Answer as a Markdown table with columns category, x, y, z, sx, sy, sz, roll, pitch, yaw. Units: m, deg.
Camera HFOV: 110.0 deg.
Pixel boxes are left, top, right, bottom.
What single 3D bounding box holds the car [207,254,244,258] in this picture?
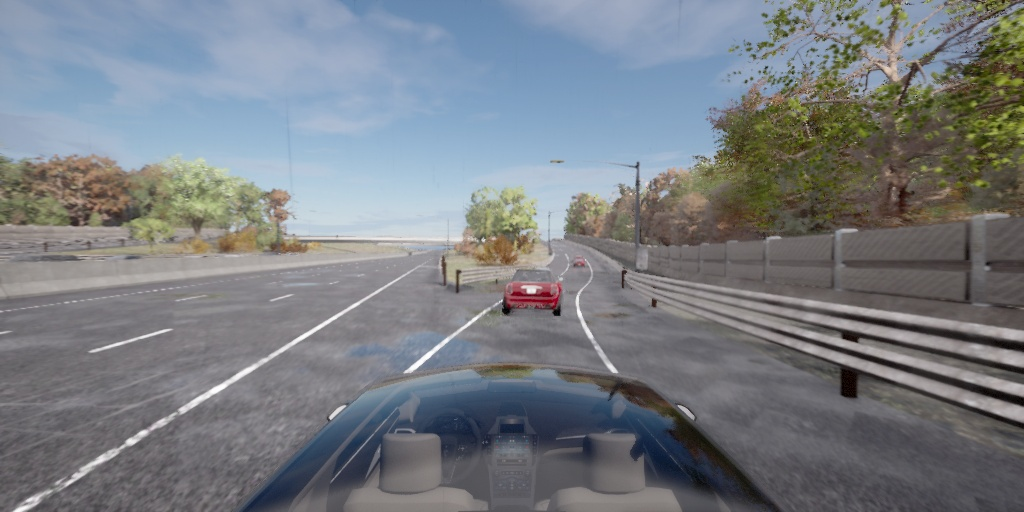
| category | x | y | z | sx | sy | sz | roll | pitch | yaw |
| --- | --- | --- | --- | --- | --- | --- | --- | --- | --- |
| car | -30.295 | 0.635 | 38.865 | 1.812 | 1.442 | 4.674 | 0 | 0 | -10 |

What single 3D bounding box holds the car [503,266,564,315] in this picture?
| category | x | y | z | sx | sy | sz | roll | pitch | yaw |
| --- | --- | --- | --- | --- | --- | --- | --- | --- | --- |
| car | 0.987 | 1.243 | 14.495 | 2.097 | 1.767 | 4.553 | 1 | 0 | 9 |

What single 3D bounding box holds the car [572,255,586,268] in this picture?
| category | x | y | z | sx | sy | sz | roll | pitch | yaw |
| --- | --- | --- | --- | --- | --- | --- | --- | --- | --- |
| car | 10.715 | 1.026 | 57.237 | 1.812 | 1.442 | 4.674 | 1 | 3 | 10 |

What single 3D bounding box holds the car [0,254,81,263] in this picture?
| category | x | y | z | sx | sy | sz | roll | pitch | yaw |
| --- | --- | --- | --- | --- | --- | --- | --- | --- | --- |
| car | -26.729 | 0.684 | 20.052 | 2.097 | 1.767 | 4.553 | 0 | 1 | -11 |

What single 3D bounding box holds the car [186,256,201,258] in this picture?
| category | x | y | z | sx | sy | sz | roll | pitch | yaw |
| --- | --- | --- | --- | --- | --- | --- | --- | --- | --- |
| car | -33.704 | 0.697 | 38.070 | 1.895 | 1.301 | 4.718 | 0 | 1 | -10 |

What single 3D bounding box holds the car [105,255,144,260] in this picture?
| category | x | y | z | sx | sy | sz | roll | pitch | yaw |
| --- | --- | --- | --- | --- | --- | --- | --- | --- | --- |
| car | -36.422 | 0.651 | 33.552 | 1.812 | 1.442 | 4.674 | 0 | 1 | -10 |

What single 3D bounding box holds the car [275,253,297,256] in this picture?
| category | x | y | z | sx | sy | sz | roll | pitch | yaw |
| --- | --- | --- | --- | --- | --- | --- | --- | --- | --- |
| car | -33.255 | 0.480 | 54.552 | 2.033 | 1.411 | 5.357 | 0 | 1 | -10 |
